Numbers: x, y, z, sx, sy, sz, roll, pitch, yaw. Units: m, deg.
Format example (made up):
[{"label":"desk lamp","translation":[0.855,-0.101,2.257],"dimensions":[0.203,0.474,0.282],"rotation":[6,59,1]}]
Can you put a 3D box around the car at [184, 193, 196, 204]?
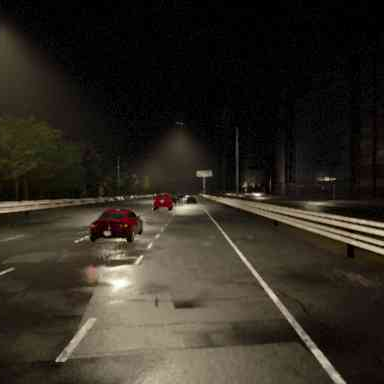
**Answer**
[{"label":"car","translation":[-0.113,1.568,66.555],"dimensions":[1.882,1.535,5.008],"rotation":[0,0,0]}]

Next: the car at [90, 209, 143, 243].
[{"label":"car","translation":[-3.511,1.535,16.046],"dimensions":[1.812,1.442,4.674],"rotation":[0,0,0]}]

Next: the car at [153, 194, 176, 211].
[{"label":"car","translation":[-3.583,1.264,42.091],"dimensions":[2.150,2.045,5.566],"rotation":[0,0,0]}]

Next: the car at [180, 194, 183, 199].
[{"label":"car","translation":[-3.794,1.667,78.079],"dimensions":[1.994,1.385,4.181],"rotation":[0,0,0]}]

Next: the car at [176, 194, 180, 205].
[{"label":"car","translation":[-3.672,1.584,60.055],"dimensions":[1.837,1.490,4.892],"rotation":[0,0,0]}]
